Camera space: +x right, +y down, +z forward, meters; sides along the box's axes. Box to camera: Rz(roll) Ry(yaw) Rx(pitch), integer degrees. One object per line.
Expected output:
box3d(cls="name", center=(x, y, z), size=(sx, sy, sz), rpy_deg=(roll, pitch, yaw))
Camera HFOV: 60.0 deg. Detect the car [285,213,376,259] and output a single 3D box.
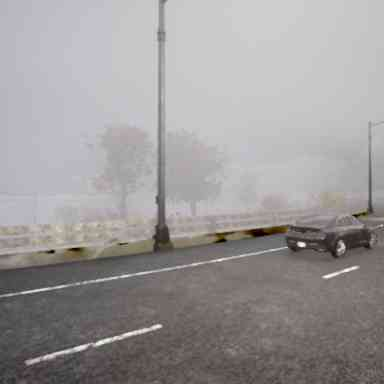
box3d(cls="car", center=(5.583, 1.581, 13.122), size=(4.892, 1.490, 1.837), rpy_deg=(0, 0, -42))
